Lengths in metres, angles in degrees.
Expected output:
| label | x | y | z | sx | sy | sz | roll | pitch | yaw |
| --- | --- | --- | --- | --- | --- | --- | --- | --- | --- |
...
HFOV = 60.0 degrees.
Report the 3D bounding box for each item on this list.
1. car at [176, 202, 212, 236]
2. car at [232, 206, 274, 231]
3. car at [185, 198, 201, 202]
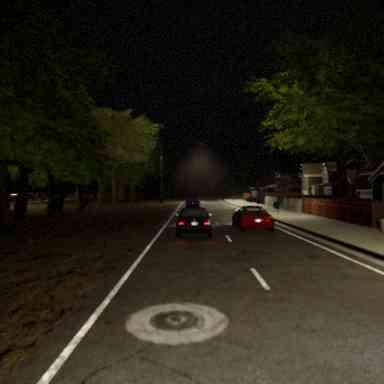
| label | x | y | z | sx | sy | sz | roll | pitch | yaw |
| --- | --- | --- | --- | --- | --- | --- | --- | --- | --- |
| car | 0.099 | 1.511 | 18.017 | 2.033 | 1.411 | 5.357 | 0 | 0 | 0 |
| car | 3.600 | 1.520 | 20.123 | 1.994 | 1.385 | 4.181 | 0 | 0 | 0 |
| car | 0.100 | 1.400 | 41.659 | 2.033 | 1.411 | 5.357 | 0 | 0 | 0 |
